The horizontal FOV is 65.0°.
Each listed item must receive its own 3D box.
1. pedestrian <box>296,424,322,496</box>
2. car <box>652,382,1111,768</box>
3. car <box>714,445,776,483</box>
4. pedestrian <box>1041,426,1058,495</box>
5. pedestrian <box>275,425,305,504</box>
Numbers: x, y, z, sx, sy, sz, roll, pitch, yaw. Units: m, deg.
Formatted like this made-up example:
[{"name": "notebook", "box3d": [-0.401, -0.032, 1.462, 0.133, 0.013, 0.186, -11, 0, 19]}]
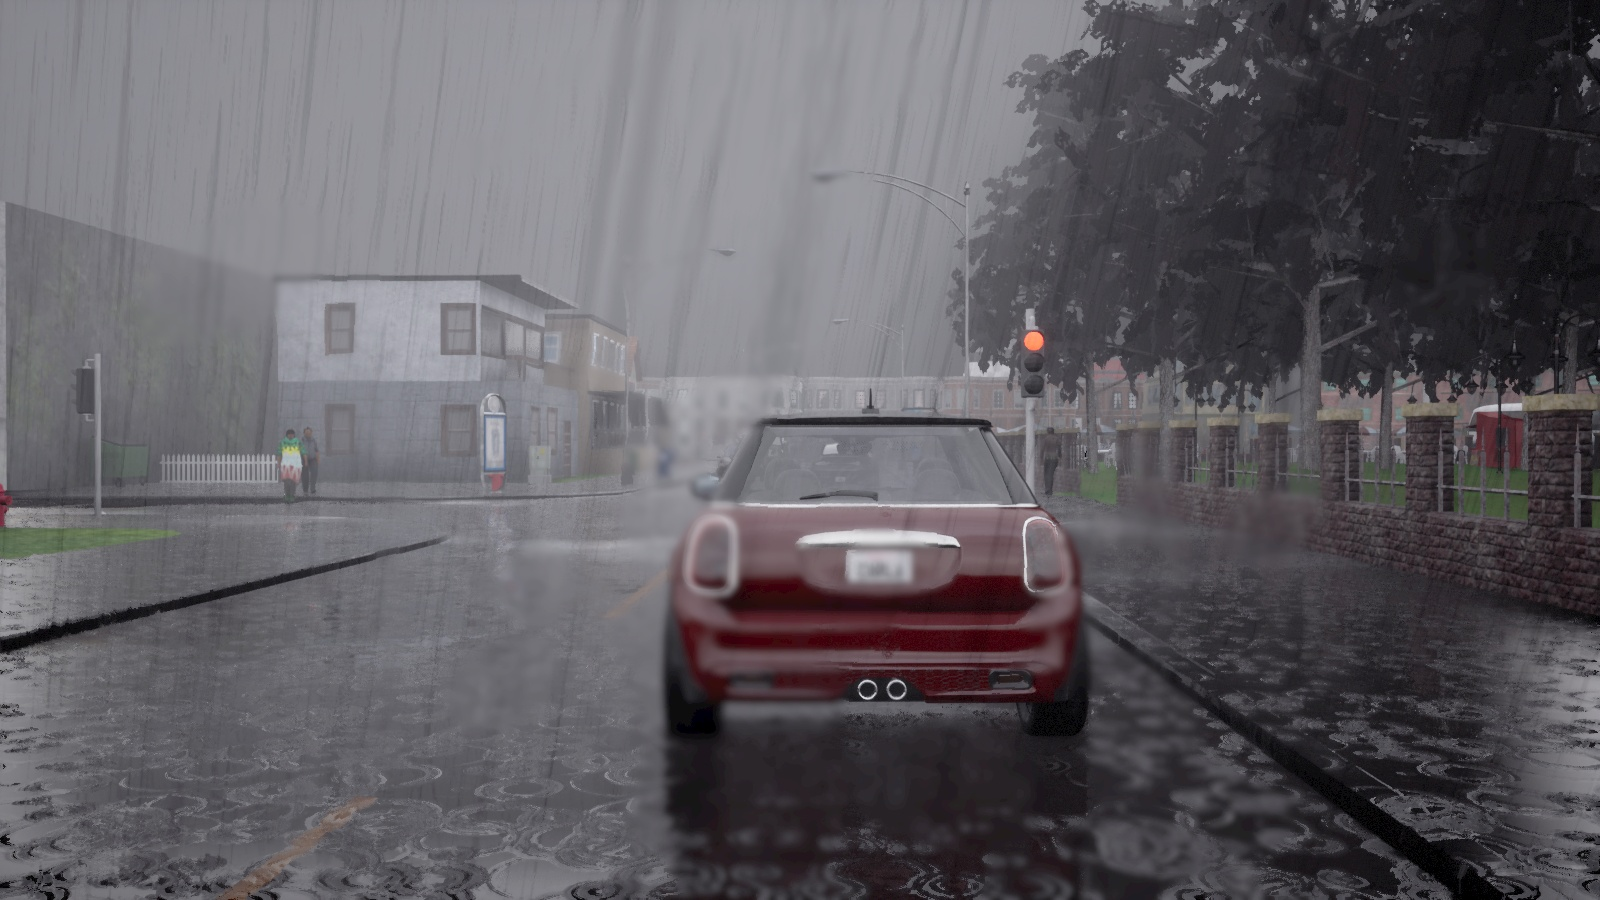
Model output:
[{"name": "pedestrian", "box3d": [-12.783, 0.262, 32.694, 0.540, 1.848, 0.694, 0, 0, -31]}, {"name": "car", "box3d": [0.361, 0.560, 8.016, 2.097, 1.767, 4.553, 0, 0, 0]}, {"name": "car", "box3d": [-2.120, 0.509, 50.148, 2.033, 1.411, 5.357, 0, 0, 2]}, {"name": "pedestrian", "box3d": [6.609, 0.274, 33.261, 0.328, 1.805, 0.869, 0, 0, 3]}, {"name": "pedestrian", "box3d": [-12.686, 0.355, 31.265, 0.659, 1.952, 0.873, 0, 0, -19]}]
